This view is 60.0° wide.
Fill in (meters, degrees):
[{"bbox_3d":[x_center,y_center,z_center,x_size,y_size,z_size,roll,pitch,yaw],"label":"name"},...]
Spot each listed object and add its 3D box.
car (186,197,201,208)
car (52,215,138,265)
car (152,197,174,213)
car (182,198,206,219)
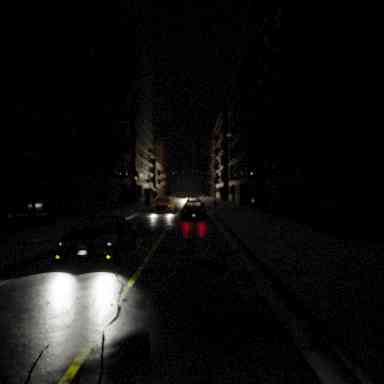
[{"bbox_3d":[0.196,1.364,43.298,1.895,1.301,4.718,0,0,0],"label":"car"},{"bbox_3d":[-3.067,1.501,11.297,1.994,1.385,4.181,0,0,0],"label":"car"},{"bbox_3d":[-2.961,1.289,34.310,1.882,1.535,5.008,0,0,1],"label":"car"},{"bbox_3d":[0.151,1.451,27.239,1.895,1.301,4.718,0,0,0],"label":"car"}]
